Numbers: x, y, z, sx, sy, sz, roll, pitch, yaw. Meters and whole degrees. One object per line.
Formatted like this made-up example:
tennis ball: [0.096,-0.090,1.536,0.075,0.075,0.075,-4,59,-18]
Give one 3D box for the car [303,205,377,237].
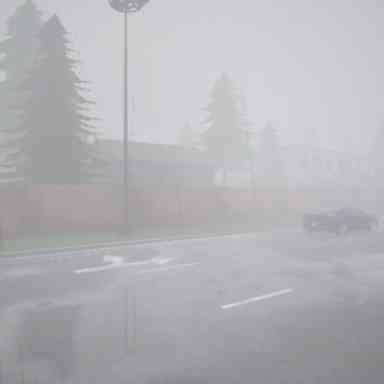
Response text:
car: [8.145,1.466,18.157,5.008,1.535,1.882,0,0,-36]
